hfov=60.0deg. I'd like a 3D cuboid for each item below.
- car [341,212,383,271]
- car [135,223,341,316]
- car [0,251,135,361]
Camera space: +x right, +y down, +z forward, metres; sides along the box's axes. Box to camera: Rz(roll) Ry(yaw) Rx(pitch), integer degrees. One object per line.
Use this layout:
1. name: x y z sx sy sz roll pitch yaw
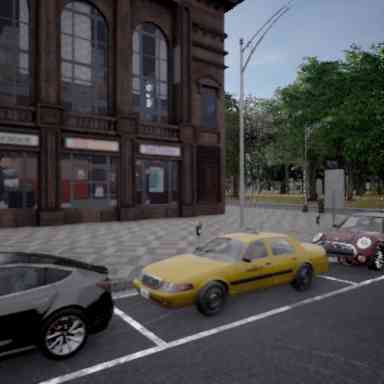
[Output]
1. car: 5.670 1.404 10.697 4.097 1.590 1.967 0 0 -36
2. car: 1.106 1.508 7.440 4.829 1.417 1.752 0 0 -36
3. car: -3.182 1.566 4.380 4.313 1.339 1.947 0 0 -36
